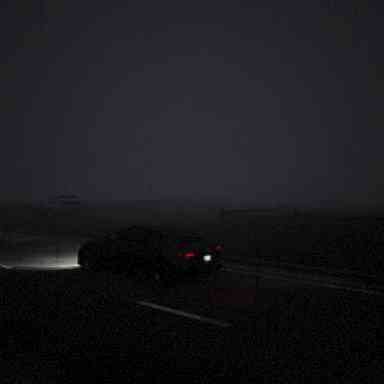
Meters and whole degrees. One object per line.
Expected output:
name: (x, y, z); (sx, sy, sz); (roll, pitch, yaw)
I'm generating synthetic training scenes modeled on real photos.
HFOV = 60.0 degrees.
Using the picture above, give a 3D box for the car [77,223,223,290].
car: (-1.247, 1.564, 9.181); (4.181, 1.385, 1.994); (0, 0, 35)

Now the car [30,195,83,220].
car: (-10.727, 1.211, 26.778); (1.905, 1.878, 3.866); (0, 0, 35)
